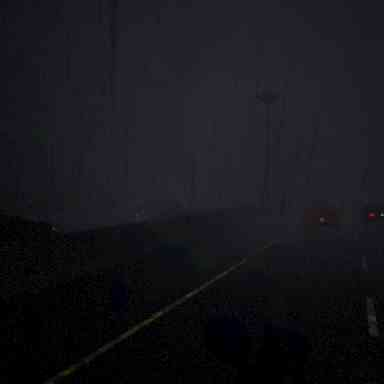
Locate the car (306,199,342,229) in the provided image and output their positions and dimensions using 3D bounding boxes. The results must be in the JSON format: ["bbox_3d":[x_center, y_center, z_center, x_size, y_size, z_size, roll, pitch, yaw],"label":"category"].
[{"bbox_3d":[8.541,1.463,21.746,1.882,1.535,5.008,0,0,22],"label":"car"}]

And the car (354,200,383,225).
[{"bbox_3d":[13.127,1.528,23.700,2.033,1.411,5.357,0,0,21],"label":"car"}]

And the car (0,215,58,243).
[{"bbox_3d":[-7.522,1.549,12.109,2.033,1.411,5.357,0,0,26],"label":"car"}]

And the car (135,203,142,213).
[{"bbox_3d":[-4.382,1.537,37.537,2.033,1.411,5.357,0,0,19],"label":"car"}]

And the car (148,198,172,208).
[{"bbox_3d":[-4.553,1.587,48.581,1.895,1.301,4.718,0,0,16],"label":"car"}]

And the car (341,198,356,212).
[{"bbox_3d":[18.142,1.449,38.588,1.882,1.535,5.008,0,0,17],"label":"car"}]

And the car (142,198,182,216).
[{"bbox_3d":[-2.515,1.481,32.442,2.128,1.511,4.902,0,0,20],"label":"car"}]
